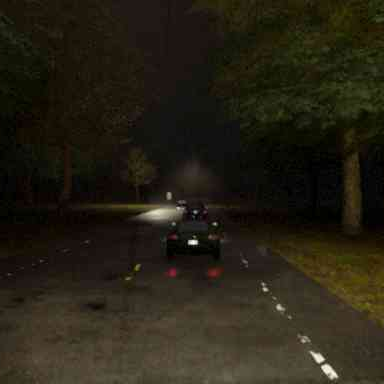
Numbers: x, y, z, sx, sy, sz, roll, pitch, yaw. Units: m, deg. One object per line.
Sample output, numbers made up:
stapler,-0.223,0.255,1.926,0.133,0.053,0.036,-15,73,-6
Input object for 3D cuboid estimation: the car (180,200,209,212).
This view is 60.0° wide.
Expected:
car,0.336,1.674,28.416,2.097,1.767,4.553,0,-1,2

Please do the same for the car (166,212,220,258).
car,0.086,1.714,13.392,1.994,1.385,4.181,0,-1,1

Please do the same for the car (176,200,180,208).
car,-1.977,2.318,65.456,2.033,1.411,5.357,0,-1,2
